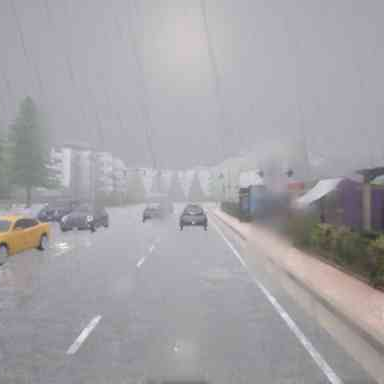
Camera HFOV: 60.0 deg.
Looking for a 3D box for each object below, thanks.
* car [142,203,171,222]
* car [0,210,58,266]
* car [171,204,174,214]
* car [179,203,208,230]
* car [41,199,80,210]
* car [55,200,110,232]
[{"bbox_3d":[-3.401,1.907,30.761,2.128,1.511,4.902,0,-1,0],"label":"car"},{"bbox_3d":[-7.083,1.647,12.458,1.882,1.535,5.008,0,-1,0],"label":"car"},{"bbox_3d":[-3.476,2.151,44.817,2.033,1.411,5.357,0,-1,1],"label":"car"},{"bbox_3d":[0.102,1.811,23.734,2.128,1.511,4.902,0,-1,0],"label":"car"},{"bbox_3d":[-10.578,1.594,27.491,2.150,2.045,5.566,0,-1,0],"label":"car"},{"bbox_3d":[-7.072,1.655,22.402,2.097,1.767,4.553,0,-1,0],"label":"car"}]
